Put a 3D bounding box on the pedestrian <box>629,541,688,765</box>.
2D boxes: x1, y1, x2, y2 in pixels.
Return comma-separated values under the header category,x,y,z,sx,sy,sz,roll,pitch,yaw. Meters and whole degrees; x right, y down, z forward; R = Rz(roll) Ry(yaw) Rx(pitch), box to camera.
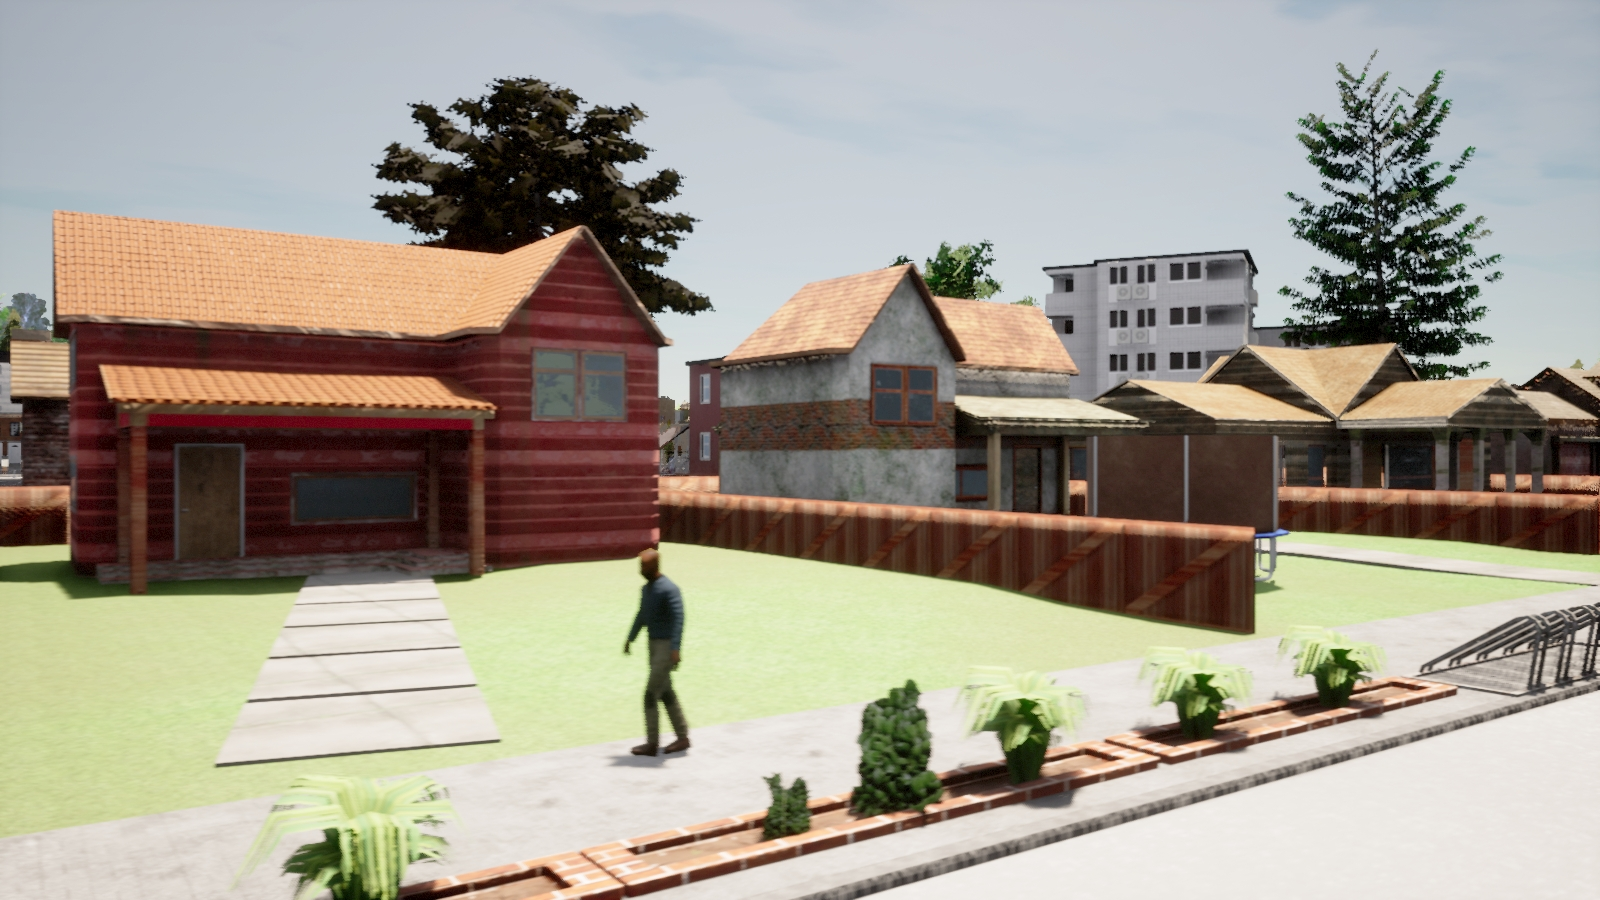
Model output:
category,x,y,z,sx,sy,sz,roll,pitch,yaw
pedestrian,-1.235,1.743,9.957,0.375,1.860,0.375,0,0,-36
